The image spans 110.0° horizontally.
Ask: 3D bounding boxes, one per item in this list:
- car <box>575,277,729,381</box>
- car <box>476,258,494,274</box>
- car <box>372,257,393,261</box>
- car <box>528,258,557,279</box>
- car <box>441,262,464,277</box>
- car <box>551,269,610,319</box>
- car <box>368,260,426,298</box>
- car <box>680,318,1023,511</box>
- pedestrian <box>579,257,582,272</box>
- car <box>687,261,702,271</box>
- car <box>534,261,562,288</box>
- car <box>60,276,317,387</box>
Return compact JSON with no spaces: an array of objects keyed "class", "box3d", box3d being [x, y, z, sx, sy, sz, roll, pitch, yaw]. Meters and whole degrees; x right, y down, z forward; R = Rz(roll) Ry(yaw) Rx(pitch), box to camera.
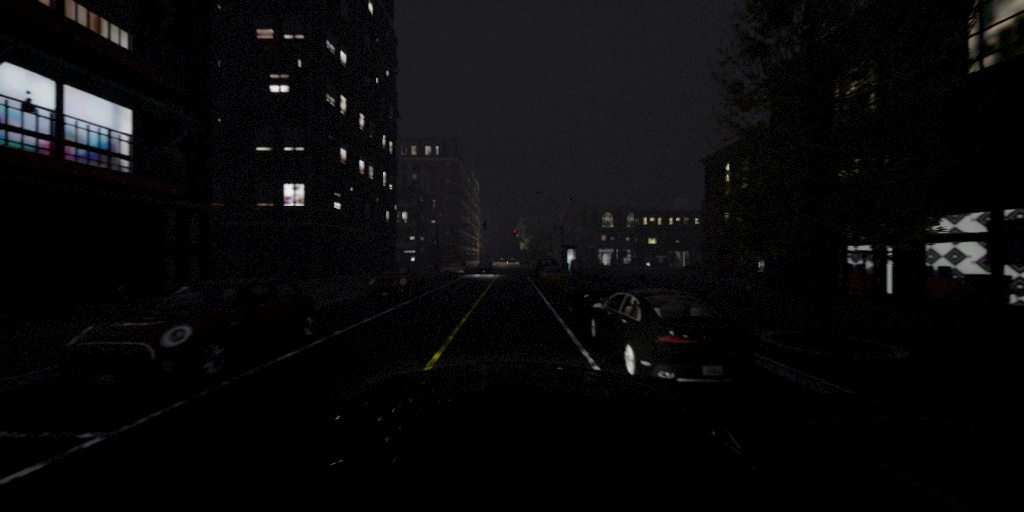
[{"class":"car","box3d":[2.692,1.298,6.985,2.007,1.370,4.403,0,0,0]},{"class":"car","box3d":[-2.995,1.280,40.795,2.033,1.411,5.357,0,0,0]},{"class":"car","box3d":[-17.265,0.992,48.919,5.009,1.841,2.192,0,0,0]},{"class":"car","box3d":[2.697,1.052,29.144,2.192,1.841,5.009,0,0,0]},{"class":"car","box3d":[-5.683,1.260,34.517,1.751,1.417,4.829,0,0,0]},{"class":"car","box3d":[2.693,1.311,12.525,1.948,1.339,4.313,0,0,0]},{"class":"car","box3d":[-5.686,1.182,18.067,1.967,1.591,4.097,0,0,0]},{"class":"car","box3d":[2.690,1.316,1.448,1.948,1.339,4.313,0,0,0]},{"class":"pedestrian","box3d":[8.145,0.981,43.087,0.375,1.860,0.375,0,0,0]},{"class":"car","box3d":[26.159,1.399,49.165,4.507,1.381,1.888,0,0,0]},{"class":"car","box3d":[2.696,1.265,23.774,1.751,1.417,4.829,0,0,0]},{"class":"car","box3d":[-5.689,1.187,6.988,1.967,1.591,4.097,0,0,0]}]
